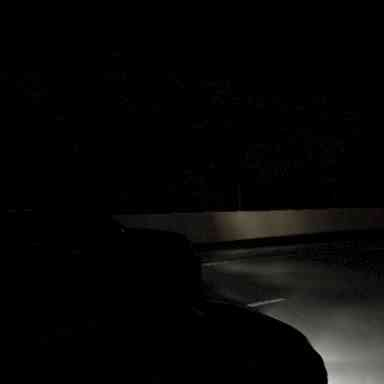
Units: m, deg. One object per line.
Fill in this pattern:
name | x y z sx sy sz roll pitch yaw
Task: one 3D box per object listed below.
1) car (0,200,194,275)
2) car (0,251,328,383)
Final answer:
car | -2.495 1.175 6.177 5.566 2.045 2.150 0 0 -34
car | -0.747 1.544 2.830 4.181 1.385 1.994 0 0 -33
